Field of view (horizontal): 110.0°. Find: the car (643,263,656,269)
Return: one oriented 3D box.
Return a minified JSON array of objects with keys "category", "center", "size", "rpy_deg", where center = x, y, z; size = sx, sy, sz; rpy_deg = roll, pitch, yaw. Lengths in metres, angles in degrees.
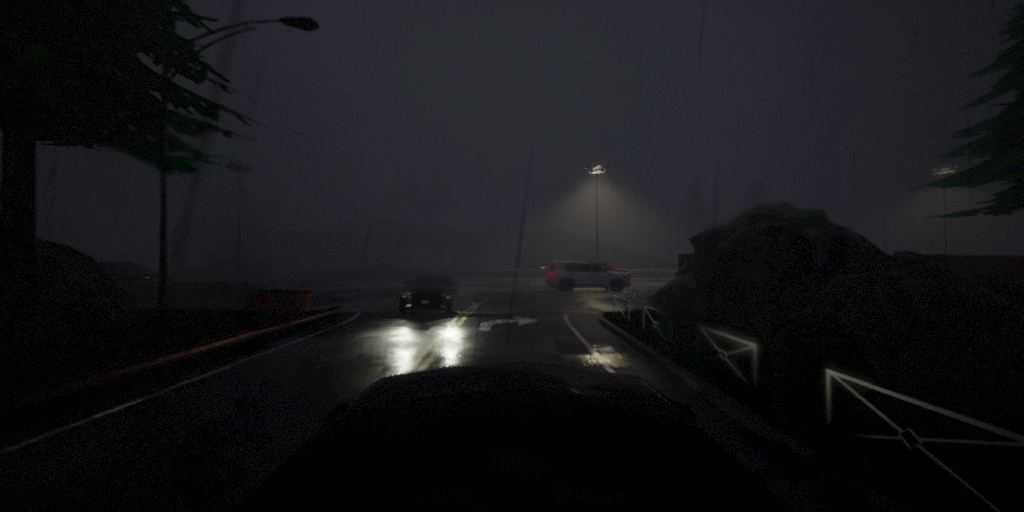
[{"category":"car","center":[21.621,1.846,52.898],"size":[4.553,1.767,2.097],"rpy_deg":[0,-1,0]}]

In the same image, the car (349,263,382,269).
[{"category":"car","center":[-18.174,1.899,42.041],"size":[4.674,1.442,1.812],"rpy_deg":[0,-1,-1]}]

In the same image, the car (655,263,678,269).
[{"category":"car","center":[22.960,1.948,49.416],"size":[4.902,1.511,2.128],"rpy_deg":[0,-1,0]}]

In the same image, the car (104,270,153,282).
[{"category":"car","center":[-24.053,1.710,20.784],"size":[4.181,1.385,1.994],"rpy_deg":[0,-1,-1]}]

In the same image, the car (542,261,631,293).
[{"category":"car","center":[5.129,1.413,24.558],"size":[5.566,2.045,2.150],"rpy_deg":[0,-1,-1]}]

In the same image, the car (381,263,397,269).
[{"category":"car","center":[-17.323,1.975,45.546],"size":[4.181,1.385,1.994],"rpy_deg":[0,-1,-1]}]

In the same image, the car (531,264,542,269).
[{"category":"car","center":[5.419,1.600,42.261],"size":[5.566,2.045,2.150],"rpy_deg":[0,-1,-1]}]

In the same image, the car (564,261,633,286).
[{"category":"car","center":[7.490,1.488,31.580],"size":[5.566,2.045,2.150],"rpy_deg":[0,-1,-1]}]

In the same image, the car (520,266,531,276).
[{"category":"car","center":[3.179,2.053,49.237],"size":[4.718,1.301,1.895],"rpy_deg":[0,-1,-1]}]

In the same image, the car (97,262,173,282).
[{"category":"car","center":[-26.410,1.405,24.266],"size":[5.566,2.045,2.150],"rpy_deg":[0,-1,-1]}]

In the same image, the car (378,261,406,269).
[{"category":"car","center":[-17.377,1.671,49.049],"size":[5.566,2.045,2.150],"rpy_deg":[0,-1,-1]}]

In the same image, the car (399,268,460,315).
[{"category":"car","center":[-3.156,1.475,14.637],"size":[1.882,1.535,5.008],"rpy_deg":[2,-4,-6]}]
